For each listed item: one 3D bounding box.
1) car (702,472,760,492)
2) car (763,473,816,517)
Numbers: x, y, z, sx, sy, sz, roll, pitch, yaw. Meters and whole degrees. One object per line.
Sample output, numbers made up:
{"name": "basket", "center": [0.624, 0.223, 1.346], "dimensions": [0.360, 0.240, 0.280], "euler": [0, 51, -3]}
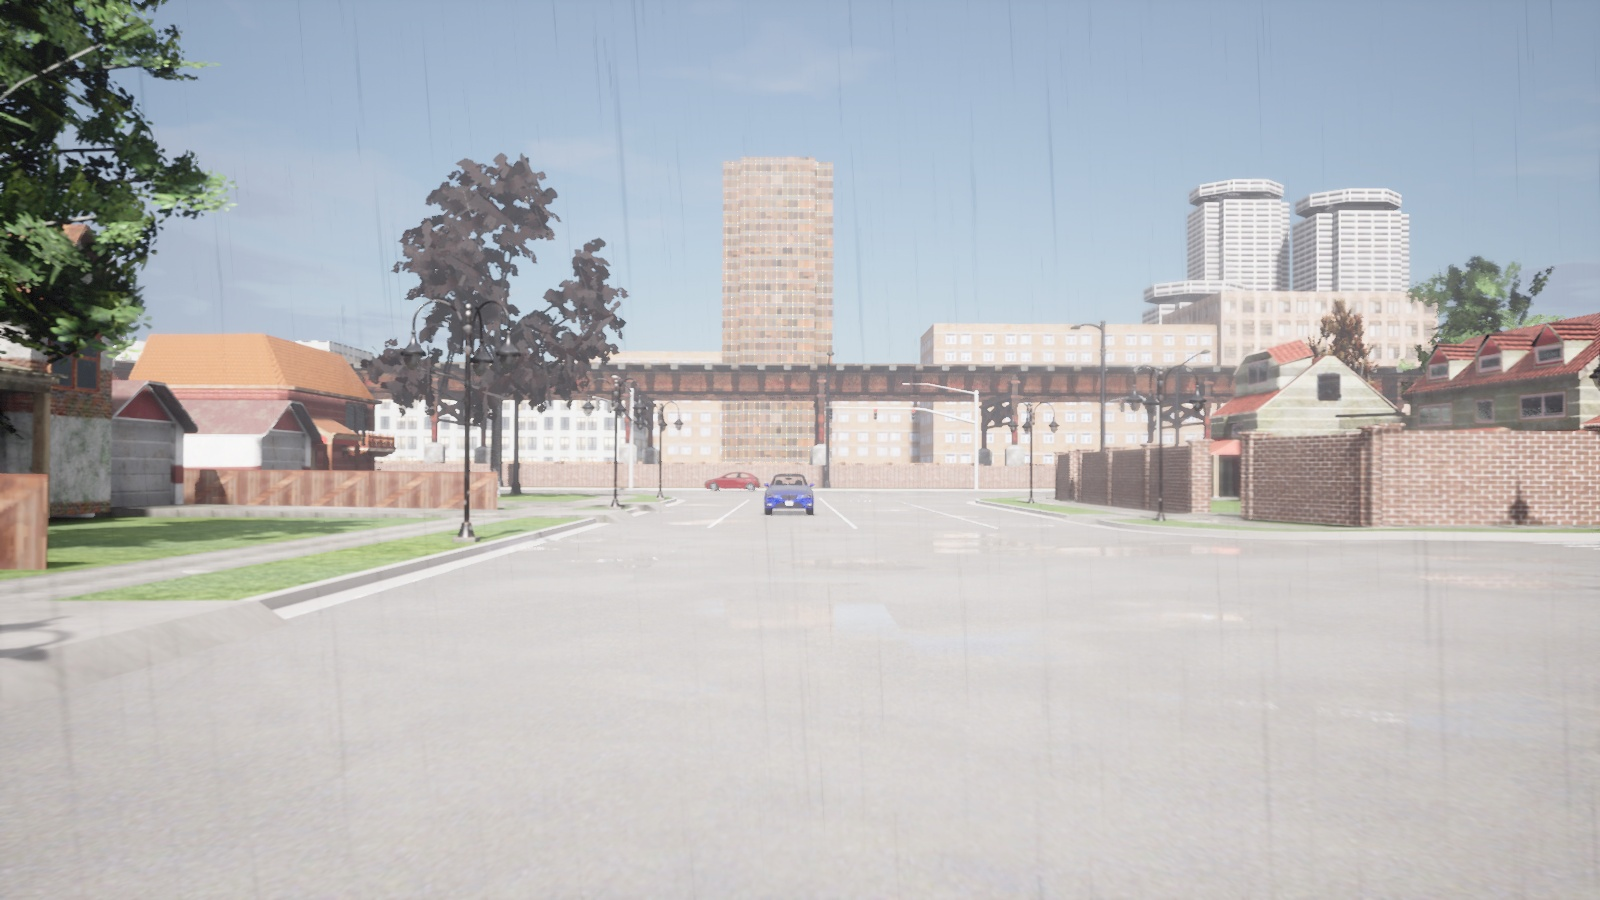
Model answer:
{"name": "car", "center": [-5.191, 2.435, 94.904], "dimensions": [4.193, 1.474, 1.816], "euler": [0, -1, 1]}
{"name": "car", "center": [-0.362, 1.587, 45.324], "dimensions": [1.816, 1.474, 4.193], "euler": [0, -1, 0]}
